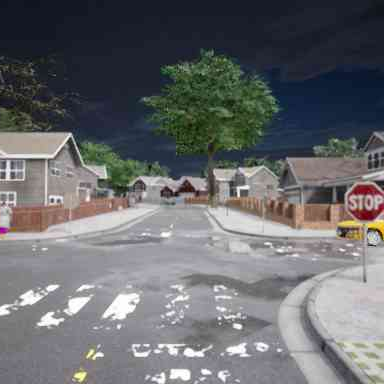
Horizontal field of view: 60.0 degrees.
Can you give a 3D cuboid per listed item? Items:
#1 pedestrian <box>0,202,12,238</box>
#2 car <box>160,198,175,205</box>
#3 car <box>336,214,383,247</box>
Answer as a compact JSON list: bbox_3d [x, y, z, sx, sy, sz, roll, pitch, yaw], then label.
[{"bbox_3d":[-9.659,1.406,17.056,0.375,1.860,0.375,0,-1,1],"label":"pedestrian"},{"bbox_3d":[-5.125,2.026,68.928,1.994,1.385,4.181,1,-1,-27],"label":"car"},{"bbox_3d":[8.681,1.404,13.888,5.008,1.535,1.882,-1,-2,1],"label":"car"}]
